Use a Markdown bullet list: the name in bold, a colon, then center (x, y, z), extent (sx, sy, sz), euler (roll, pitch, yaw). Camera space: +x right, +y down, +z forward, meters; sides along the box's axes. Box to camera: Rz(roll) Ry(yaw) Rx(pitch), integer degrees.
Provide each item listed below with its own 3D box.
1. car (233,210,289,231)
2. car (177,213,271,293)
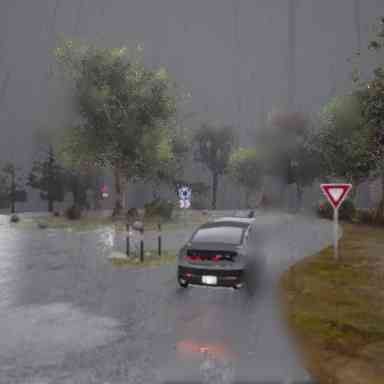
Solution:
- **car**: center (3.691, 1.728, 19.905), extent (4.718, 1.301, 1.895), euler (0, 0, -38)
- **car**: center (1.028, 1.565, 9.210), extent (1.837, 1.490, 4.892), euler (0, 0, 16)
